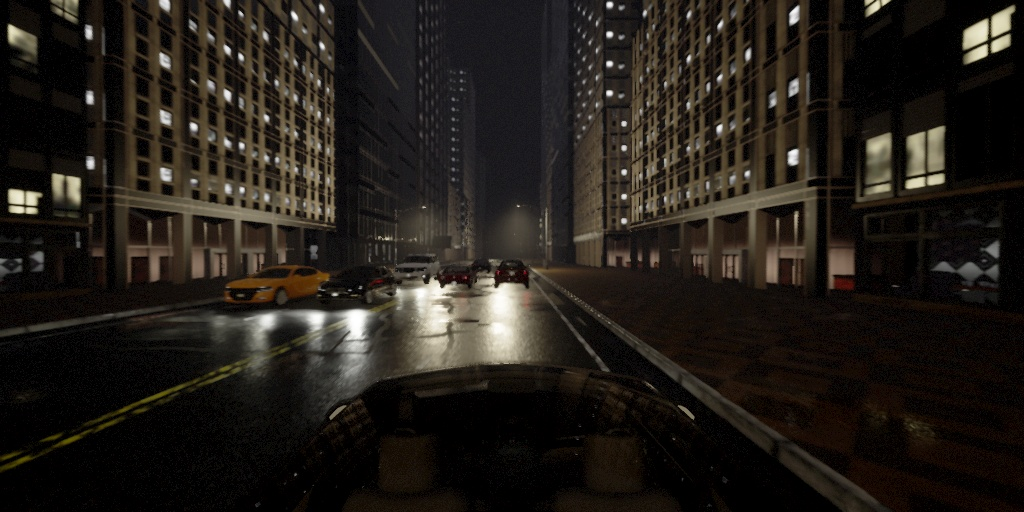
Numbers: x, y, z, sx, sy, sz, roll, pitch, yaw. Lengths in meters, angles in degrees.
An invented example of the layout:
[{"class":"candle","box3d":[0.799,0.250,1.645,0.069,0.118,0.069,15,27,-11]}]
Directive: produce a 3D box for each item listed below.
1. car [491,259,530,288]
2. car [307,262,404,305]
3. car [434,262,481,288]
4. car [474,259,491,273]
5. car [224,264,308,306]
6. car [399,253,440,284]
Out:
[{"class":"car","box3d":[0.001,0.984,22.720,2.097,1.767,4.553,0,0,0]},{"class":"car","box3d":[-6.514,1.179,15.632,1.837,1.490,4.892,0,0,0]},{"class":"car","box3d":[-3.249,1.233,22.338,1.895,1.301,4.718,0,0,0]},{"class":"car","box3d":[-3.203,1.035,38.697,1.882,1.535,5.008,0,1,0]},{"class":"car","box3d":[-9.765,1.147,15.406,1.882,1.535,5.008,0,0,0]},{"class":"car","box3d":[-6.510,0.839,25.326,2.150,2.045,5.566,0,0,0]}]
